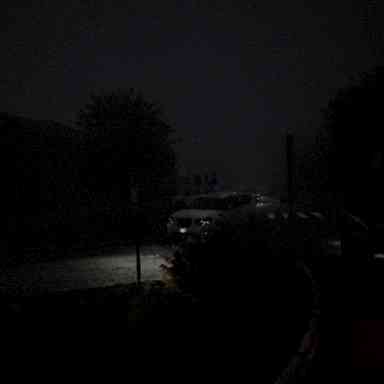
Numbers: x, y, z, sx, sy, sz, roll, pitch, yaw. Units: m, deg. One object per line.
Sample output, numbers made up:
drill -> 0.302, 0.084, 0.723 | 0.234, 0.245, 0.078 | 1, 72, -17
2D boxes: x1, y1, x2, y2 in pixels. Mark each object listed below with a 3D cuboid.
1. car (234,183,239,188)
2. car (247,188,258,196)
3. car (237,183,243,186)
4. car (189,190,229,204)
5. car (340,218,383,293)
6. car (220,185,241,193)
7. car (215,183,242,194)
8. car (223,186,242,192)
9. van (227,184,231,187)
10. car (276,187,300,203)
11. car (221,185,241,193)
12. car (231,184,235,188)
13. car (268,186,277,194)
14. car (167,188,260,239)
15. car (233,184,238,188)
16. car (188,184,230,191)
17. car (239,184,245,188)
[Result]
car -> 5.415, -0.107, 59.669 | 4.553, 1.767, 2.185 | -3, 2, -9
car -> 10.722, 0.011, 59.041 | 1.895, 1.301, 4.718 | -2, 1, 11
car -> 6.514, -0.424, 65.575 | 5.566, 2.045, 2.435 | -3, 1, -9
car -> 2.078, 0.650, 41.972 | 4.674, 1.452, 2.002 | -3, 1, -9
car -> 4.957, 1.388, 8.370 | 2.128, 1.511, 4.902 | -2, 1, 18
car -> 9.237, -0.759, 80.314 | 4.553, 1.767, 2.185 | -3, 1, -9
car -> 8.171, -0.705, 74.434 | 5.566, 2.045, 2.435 | -3, 1, -9
car -> 10.931, -0.864, 89.167 | 4.674, 1.452, 2.002 | -3, 1, -9
van -> 2.502, 0.293, 44.891 | 4.442, 1.987, 1.878 | -3, 2, -9
car -> 10.914, 0.427, 37.417 | 1.812, 1.442, 4.674 | -2, 2, 11
car -> 9.791, -0.850, 83.262 | 4.553, 1.767, 2.185 | -3, 1, -9
car -> 3.689, 0.190, 50.822 | 4.553, 1.767, 2.185 | -3, 1, -9
car -> 15.588, -0.379, 63.002 | 1.994, 1.385, 4.181 | -2, 1, 10
car -> 1.199, 1.076, 15.578 | 2.150, 2.045, 5.566 | 0, 3, 35
car -> 4.861, -0.009, 56.721 | 4.553, 1.767, 2.185 | -3, 2, -9
car -> 0.414, 0.657, 33.087 | 5.566, 2.045, 2.435 | -3, 2, -10
car -> 7.177, 0.317, 40.508 | 2.097, 1.767, 4.553 | -2, 2, 11
